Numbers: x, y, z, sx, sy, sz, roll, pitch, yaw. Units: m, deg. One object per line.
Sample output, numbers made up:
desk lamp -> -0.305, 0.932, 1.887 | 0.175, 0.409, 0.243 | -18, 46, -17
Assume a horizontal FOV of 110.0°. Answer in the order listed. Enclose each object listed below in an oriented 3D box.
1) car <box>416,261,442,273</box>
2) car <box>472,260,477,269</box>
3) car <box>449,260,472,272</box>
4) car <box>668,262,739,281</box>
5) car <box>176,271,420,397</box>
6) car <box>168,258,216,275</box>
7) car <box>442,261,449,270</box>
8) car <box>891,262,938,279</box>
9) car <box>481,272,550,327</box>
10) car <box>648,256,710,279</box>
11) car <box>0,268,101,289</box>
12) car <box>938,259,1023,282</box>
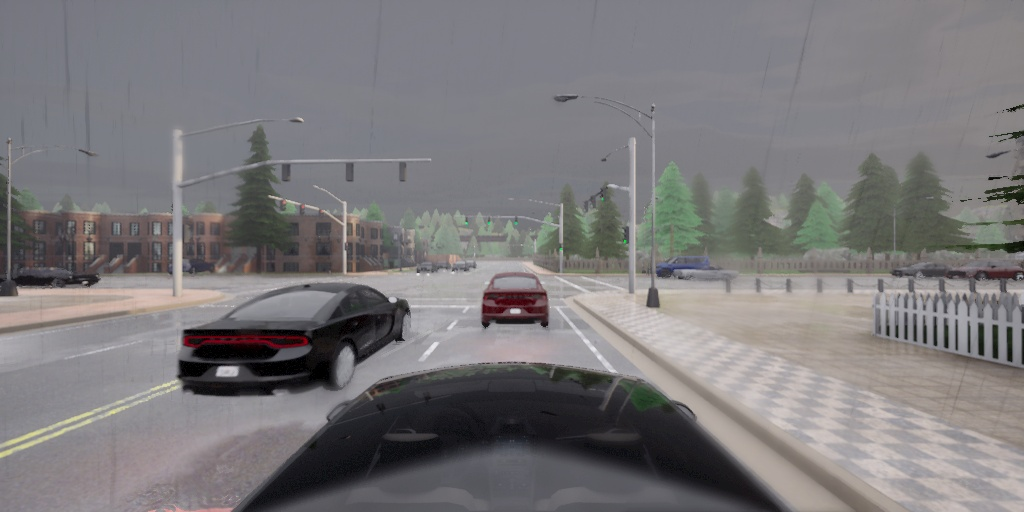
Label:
car -> -10.525, 1.418, 44.775 | 1.994, 1.385, 4.181 | 0, 0, 0
car -> -6.978, 1.416, 59.633 | 1.812, 1.442, 4.674 | 0, 0, 0
car -> -7.006, 1.391, 49.390 | 1.812, 1.442, 4.674 | 0, 0, 0
car -> 15.954, 1.419, 29.810 | 4.718, 1.301, 1.895 | 0, 0, 0
car -> -3.426, 1.240, 6.820 | 1.882, 1.535, 5.008 | 0, 0, 0
car -> -33.754, 1.030, 38.014 | 2.097, 1.767, 4.553 | -1, 0, -10
car -> -10.516, 1.441, 54.252 | 1.994, 1.385, 4.181 | 0, 0, 0
car -> 38.214, 1.332, 33.236 | 4.892, 1.490, 1.837 | 0, 0, 0
car -> 0.094, 1.252, 11.620 | 1.882, 1.535, 5.008 | 0, 0, 0
car -> 15.601, 1.047, 33.313 | 5.566, 2.045, 2.150 | 0, 0, 0
car -> -29.783, 1.403, 23.123 | 4.718, 1.301, 1.895 | 0, 0, -1
car -> 39.066, 1.168, 29.729 | 4.553, 1.767, 2.097 | 0, 0, 0
